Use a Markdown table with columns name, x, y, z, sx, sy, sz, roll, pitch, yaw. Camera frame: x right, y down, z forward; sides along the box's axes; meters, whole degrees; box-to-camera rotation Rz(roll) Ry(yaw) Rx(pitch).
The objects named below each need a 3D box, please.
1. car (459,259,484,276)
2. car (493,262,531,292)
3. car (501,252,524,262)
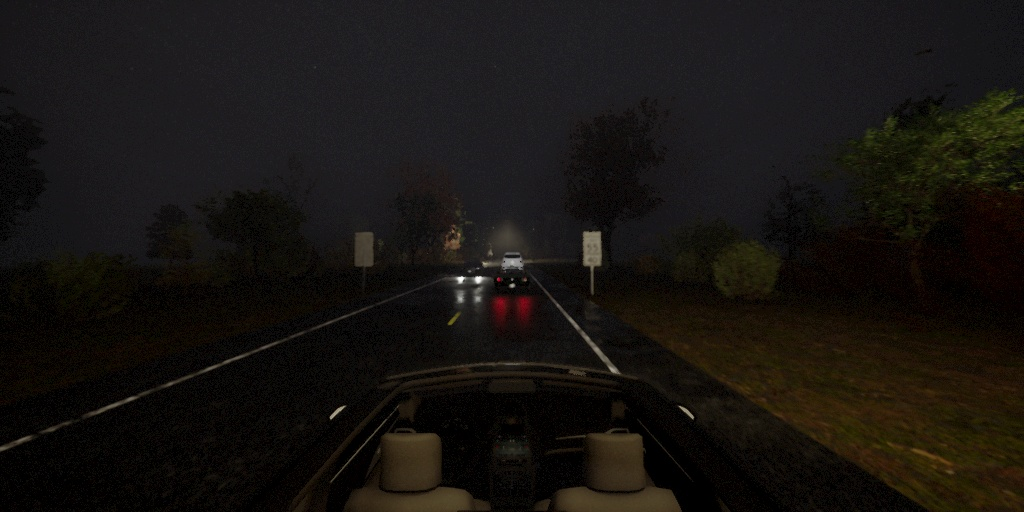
| name | x | y | z | sx | sy | sz | roll | pitch | yaw |
| --- | --- | --- | --- | --- | --- | --- | --- | --- | --- |
| car | -3.522 | 0.998 | 32.194 | 1.812 | 1.442 | 4.674 | 0 | 0 | 0 |
| car | 0.020 | 1.173 | 19.908 | 1.895 | 1.301 | 4.718 | 0 | 1 | 0 |
| car | 0.063 | 0.653 | 37.077 | 2.150 | 2.045 | 5.566 | 0 | 0 | 0 |
